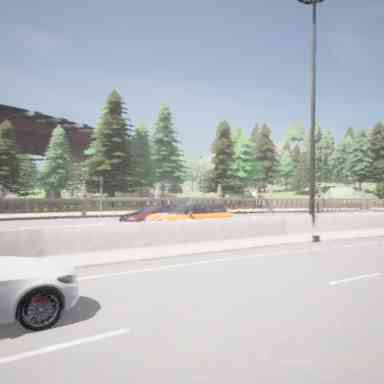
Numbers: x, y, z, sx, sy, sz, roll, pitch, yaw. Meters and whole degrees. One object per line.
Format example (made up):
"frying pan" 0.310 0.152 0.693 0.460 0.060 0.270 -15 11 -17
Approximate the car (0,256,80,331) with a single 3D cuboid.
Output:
"car" -4.139 1.457 5.034 4.674 1.442 1.812 0 0 -36

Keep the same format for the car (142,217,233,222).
"car" -0.169 1.278 16.136 4.553 1.767 2.097 0 0 -30
